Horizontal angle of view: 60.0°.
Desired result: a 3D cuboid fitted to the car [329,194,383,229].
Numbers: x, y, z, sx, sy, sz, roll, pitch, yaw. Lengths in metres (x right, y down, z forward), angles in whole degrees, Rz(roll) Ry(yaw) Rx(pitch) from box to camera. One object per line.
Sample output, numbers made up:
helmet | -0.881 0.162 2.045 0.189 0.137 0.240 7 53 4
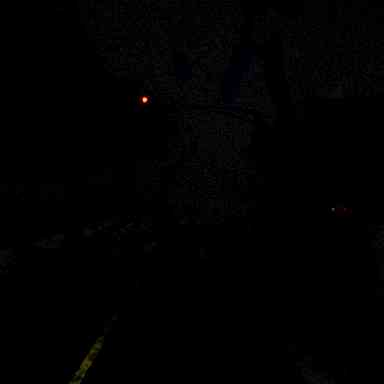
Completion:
car | 11.415 1.129 20.579 5.566 2.045 2.150 0 -1 0
